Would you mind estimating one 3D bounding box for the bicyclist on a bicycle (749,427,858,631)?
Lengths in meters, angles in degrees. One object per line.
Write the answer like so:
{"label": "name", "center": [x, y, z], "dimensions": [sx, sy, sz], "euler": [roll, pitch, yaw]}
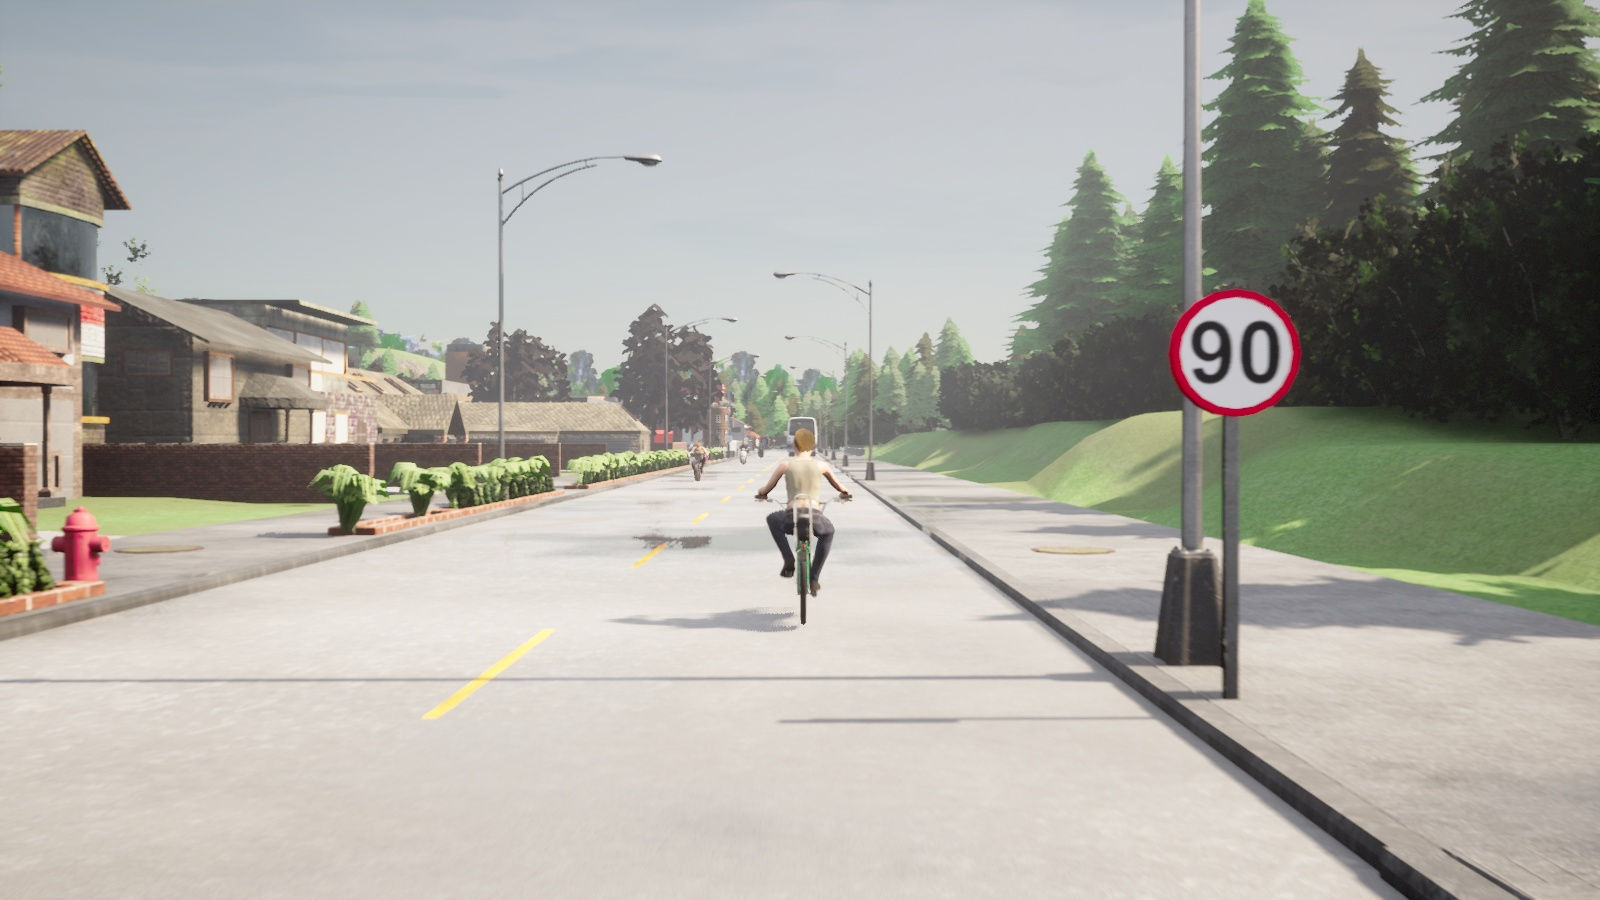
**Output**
{"label": "bicyclist on a bicycle", "center": [0.033, 0.623, 10.711], "dimensions": [0.866, 1.612, 1.509], "euler": [0, 0, 0]}
